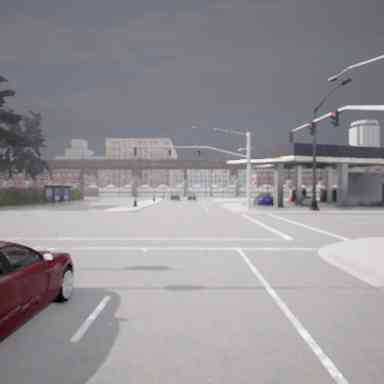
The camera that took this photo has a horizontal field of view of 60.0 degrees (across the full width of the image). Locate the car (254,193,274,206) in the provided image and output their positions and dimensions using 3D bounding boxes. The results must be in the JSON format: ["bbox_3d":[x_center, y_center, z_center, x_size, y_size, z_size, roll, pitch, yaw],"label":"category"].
[{"bbox_3d":[9.705,1.027,44.903,2.242,1.667,4.611,0,0,0],"label":"car"}]

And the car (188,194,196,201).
[{"bbox_3d":[-0.008,1.115,69.578,2.033,1.411,5.357,0,0,0],"label":"car"}]

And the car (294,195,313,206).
[{"bbox_3d":[15.450,1.183,45.667,1.970,1.475,3.806,0,0,0],"label":"car"}]

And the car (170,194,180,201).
[{"bbox_3d":[-3.508,1.054,69.577,1.882,1.535,5.008,0,0,0],"label":"car"}]

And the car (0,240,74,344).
[{"bbox_3d":[-3.419,1.447,5.082,1.882,1.535,5.008,0,0,0],"label":"car"}]
